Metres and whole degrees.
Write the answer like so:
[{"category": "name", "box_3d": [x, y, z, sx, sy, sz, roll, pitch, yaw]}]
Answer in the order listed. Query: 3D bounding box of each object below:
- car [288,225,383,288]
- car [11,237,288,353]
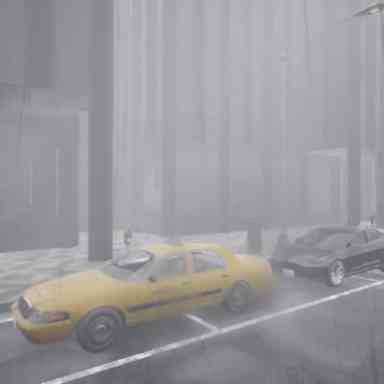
[{"category": "car", "box_3d": [4.175, 1.649, 9.519, 4.313, 1.339, 1.947, 1, -1, -36]}, {"category": "car", "box_3d": [-0.560, 1.554, 6.138, 4.829, 1.417, 1.752, 1, -1, -36]}]
